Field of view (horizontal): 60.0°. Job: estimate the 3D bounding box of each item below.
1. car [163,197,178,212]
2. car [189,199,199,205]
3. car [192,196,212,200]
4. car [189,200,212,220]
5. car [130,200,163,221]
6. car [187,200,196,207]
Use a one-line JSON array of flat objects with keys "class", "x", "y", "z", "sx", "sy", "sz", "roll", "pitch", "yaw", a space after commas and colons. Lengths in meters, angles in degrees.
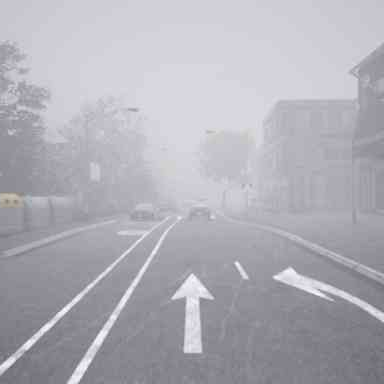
[{"class": "car", "x": -3.142, "y": 1.746, "z": 46.105, "sx": 2.150, "sy": 2.045, "sz": 5.566, "roll": 0, "pitch": -2, "yaw": 2}, {"class": "car", "x": 0.585, "y": 2.816, "z": 93.571, "sx": 2.097, "sy": 1.535, "sz": 5.008, "roll": 1, "pitch": 2, "yaw": 11}, {"class": "car", "x": 1.331, "y": 1.784, "z": 47.769, "sx": 2.150, "sy": 2.045, "sz": 5.566, "roll": 0, "pitch": -1, "yaw": 2}, {"class": "car", "x": 0.712, "y": 1.646, "z": 29.457, "sx": 1.812, "sy": 1.442, "sz": 4.674, "roll": 0, "pitch": -1, "yaw": 2}, {"class": "car", "x": -3.820, "y": 1.603, "z": 27.590, "sx": 1.812, "sy": 1.442, "sz": 4.674, "roll": 0, "pitch": -1, "yaw": 2}, {"class": "car", "x": -0.119, "y": 3.003, "z": 87.470, "sx": 2.002, "sy": 1.452, "sz": 4.674, "roll": -2, "pitch": 1, "yaw": 6}]
